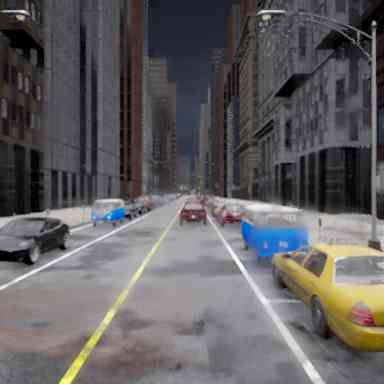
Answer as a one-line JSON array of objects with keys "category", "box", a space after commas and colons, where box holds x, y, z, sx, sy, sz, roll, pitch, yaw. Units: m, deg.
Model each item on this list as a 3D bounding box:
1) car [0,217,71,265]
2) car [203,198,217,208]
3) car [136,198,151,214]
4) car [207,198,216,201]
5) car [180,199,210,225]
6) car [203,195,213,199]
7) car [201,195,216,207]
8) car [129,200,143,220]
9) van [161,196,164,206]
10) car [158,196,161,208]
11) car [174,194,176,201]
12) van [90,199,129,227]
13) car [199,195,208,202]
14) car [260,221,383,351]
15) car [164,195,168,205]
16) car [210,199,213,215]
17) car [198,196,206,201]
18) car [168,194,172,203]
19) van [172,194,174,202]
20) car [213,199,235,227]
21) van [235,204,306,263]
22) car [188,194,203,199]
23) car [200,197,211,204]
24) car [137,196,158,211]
[{"category": "car", "box": [-5.766, 1.596, 11.864, 1.947, 1.339, 4.313, 0, 0, 0]}, {"category": "car", "box": [2.754, 1.700, 51.332, 1.947, 1.339, 4.313, 0, 0, 0]}, {"category": "car", "box": [-5.769, 1.655, 34.411, 1.947, 1.339, 4.313, 0, 0, 0]}, {"category": "car", "box": [2.756, 1.640, 34.423, 2.008, 1.369, 4.403, 0, 0, 0]}, {"category": "car", "box": [0.096, 1.542, 24.847, 1.882, 1.535, 5.008, 0, 0, 0]}, {"category": "car", "box": [2.755, 1.559, 45.695, 1.967, 1.590, 4.097, 0, 0, 0]}, {"category": "car", "box": [2.753, 1.464, 56.969, 2.192, 1.841, 5.009, 0, 0, 0]}, {"category": "car", "box": [-5.768, 1.640, 28.774, 1.947, 1.339, 4.313, 0, 0, 0]}, {"category": "van", "box": [-5.771, 1.475, 51.322, 1.690, 1.788, 3.998, 0, 0, 0]}, {"category": "car", "box": [-5.770, 1.663, 45.684, 1.887, 1.381, 4.507, 0, 0, 0]}, {"category": "car", "box": [-5.775, 1.750, 84.971, 1.752, 1.417, 4.829, 0, 0, 0]}, {"category": "van", "box": [-5.768, 1.401, 23.138, 1.690, 1.788, 3.998, 0, 0, 0]}, {"category": "car", "box": [2.751, 1.649, 79.513, 1.967, 1.590, 4.097, 0, 0, 0]}, {"category": "car", "box": [2.759, 1.542, 6.412, 1.752, 1.417, 4.829, 0, 0, 0]}, {"category": "car", "box": [-5.772, 1.589, 56.958, 1.967, 1.590, 4.097, 0, 0, 0]}, {"category": "car", "box": [2.757, 1.600, 28.957, 1.752, 1.417, 4.829, 0, 0, 0]}, {"category": "car", "box": [2.750, 1.807, 90.785, 1.947, 1.339, 4.313, 0, 0, 0]}, {"category": "car", "box": [-5.773, 1.619, 68.232, 1.967, 1.590, 4.097, 0, 0, 0]}, {"category": "van", "box": [-5.775, 1.550, 79.505, 1.690, 1.788, 3.998, 0, 0, 0]}, {"category": "car", "box": [2.757, 1.500, 23.151, 1.967, 1.590, 4.097, 0, 0, 0]}, {"category": "van", "box": [2.758, 1.372, 11.878, 1.690, 1.788, 3.998, 0, 0, 0]}, {"category": "car", "box": [0.094, 1.468, 44.783, 2.097, 1.767, 4.553, 0, 0, 0]}, {"category": "car", "box": [2.752, 1.745, 68.241, 1.947, 1.339, 4.313, 0, 0, 0]}, {"category": "car", "box": [-5.770, 1.419, 40.048, 2.192, 1.841, 5.009, 0, 0, 0]}]
